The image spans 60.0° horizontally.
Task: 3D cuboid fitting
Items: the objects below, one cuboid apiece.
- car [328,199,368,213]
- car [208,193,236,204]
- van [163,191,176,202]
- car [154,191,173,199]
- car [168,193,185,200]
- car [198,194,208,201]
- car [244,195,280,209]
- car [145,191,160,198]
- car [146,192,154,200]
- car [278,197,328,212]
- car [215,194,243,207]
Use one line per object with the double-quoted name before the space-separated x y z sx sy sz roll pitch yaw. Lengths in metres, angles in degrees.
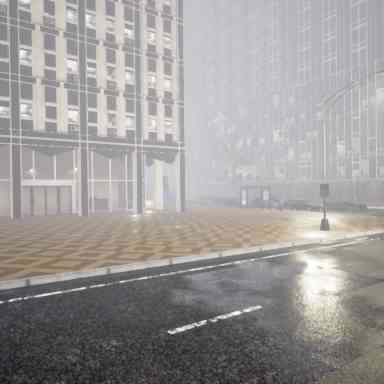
"car" 16.111 1.406 34.991 1.994 1.385 4.181 -1 1 -35
"car" 4.991 1.265 51.191 1.895 1.301 4.718 -1 1 -34
"van" -3.966 0.936 59.651 1.690 1.788 3.998 0 1 -34
"car" -6.715 0.613 78.448 2.192 1.841 5.009 0 1 -34
"car" -3.496 0.934 73.767 1.802 1.307 4.206 0 1 -34
"car" 2.941 1.041 64.398 1.802 1.307 4.206 -1 1 -34
"car" 8.815 1.386 40.855 1.802 1.307 4.206 -1 1 -34
"car" -9.934 0.684 83.134 1.967 1.590 4.097 0 1 -34
"car" -10.404 1.038 69.022 2.008 1.369 4.403 0 1 -34
"car" 12.019 1.422 36.158 1.947 1.339 4.313 -1 1 -34
"car" 5.644 1.318 45.572 1.947 1.339 4.313 -1 1 -34
